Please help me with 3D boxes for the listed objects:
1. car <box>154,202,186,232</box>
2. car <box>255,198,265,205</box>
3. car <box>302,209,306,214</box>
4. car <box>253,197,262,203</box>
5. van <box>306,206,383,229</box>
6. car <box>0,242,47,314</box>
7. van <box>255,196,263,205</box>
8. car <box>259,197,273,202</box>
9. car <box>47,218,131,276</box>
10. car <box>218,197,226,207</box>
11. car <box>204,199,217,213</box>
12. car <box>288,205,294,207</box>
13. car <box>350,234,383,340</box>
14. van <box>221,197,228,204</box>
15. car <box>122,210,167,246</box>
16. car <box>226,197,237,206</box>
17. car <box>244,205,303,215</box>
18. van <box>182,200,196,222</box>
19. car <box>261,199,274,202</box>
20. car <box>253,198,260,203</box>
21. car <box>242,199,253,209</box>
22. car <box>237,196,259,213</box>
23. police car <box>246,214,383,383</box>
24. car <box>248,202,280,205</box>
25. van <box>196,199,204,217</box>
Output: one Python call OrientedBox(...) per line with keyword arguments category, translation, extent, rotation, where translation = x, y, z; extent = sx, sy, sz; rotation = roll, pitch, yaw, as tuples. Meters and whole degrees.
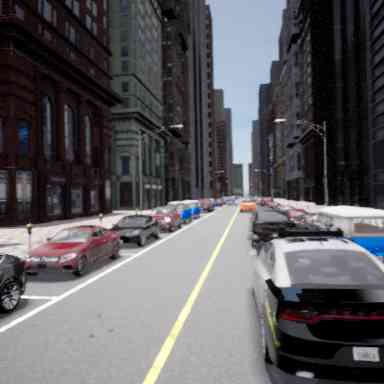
OrientedBox(category="car", translation=(-1.940, 1.742, 22.189), extent=(1.967, 1.590, 4.097), rotation=(-1, -1, 9))
OrientedBox(category="car", translation=(14.553, 2.085, 71.103), extent=(1.752, 1.417, 4.829), rotation=(-2, -1, 9))
OrientedBox(category="car", translation=(5.587, 1.610, 15.288), extent=(2.008, 1.369, 4.403), rotation=(-1, -1, 9))
OrientedBox(category="car", translation=(17.206, 2.158, 87.630), extent=(1.967, 1.590, 4.097), rotation=(-2, -1, 9))
OrientedBox(category="van", translation=(4.688, 1.354, 9.726), extent=(1.690, 1.788, 3.998), rotation=(-1, -1, 9))
OrientedBox(category="car", translation=(-4.619, 1.729, 5.491), extent=(1.947, 1.339, 4.313), rotation=(-1, -1, 9))
OrientedBox(category="van", translation=(15.415, 1.952, 76.502), extent=(1.690, 1.788, 3.998), rotation=(-2, -1, 9))
OrientedBox(category="car", translation=(10.945, 1.666, 48.679), extent=(2.192, 1.841, 5.009), rotation=(-1, -1, 9))
OrientedBox(category="car", translation=(-3.724, 1.790, 11.057), extent=(1.802, 1.307, 4.206), rotation=(-1, -1, 9))
OrientedBox(category="car", translation=(5.215, 2.245, 66.707), extent=(1.887, 1.381, 4.507), rotation=(-2, -1, 9))
OrientedBox(category="car", translation=(1.633, 1.811, 44.450), extent=(2.192, 1.841, 5.009), rotation=(-1, -1, 9))
OrientedBox(category="car", translation=(6.481, 1.688, 20.853), extent=(1.802, 1.307, 4.206), rotation=(-1, -1, 9))
OrientedBox(category="car", translation=(3.799, 1.518, 4.158), extent=(2.008, 1.369, 4.403), rotation=(-1, -1, 9))
OrientedBox(category="van", translation=(8.786, 2.254, 88.970), extent=(1.690, 1.788, 3.998), rotation=(-2, -1, 9))
OrientedBox(category="car", translation=(-2.831, 1.820, 16.622), extent=(1.947, 1.339, 4.313), rotation=(-1, -1, 9))
OrientedBox(category="car", translation=(8.289, 2.258, 68.409), extent=(1.895, 1.301, 4.718), rotation=(-1, -1, 9))
OrientedBox(category="car", translation=(3.650, 1.583, 15.691), extent=(1.882, 1.535, 5.008), rotation=(-1, -1, 7))
OrientedBox(category="van", translation=(-1.048, 1.690, 27.755), extent=(1.690, 1.788, 3.998), rotation=(-1, -1, 9))
OrientedBox(category="car", translation=(9.162, 1.796, 37.547), extent=(1.887, 1.381, 4.507), rotation=(-1, -1, 9))
OrientedBox(category="car", translation=(18.129, 2.299, 93.362), extent=(1.752, 1.417, 4.829), rotation=(-2, -1, 9))
OrientedBox(category="car", translation=(9.393, 1.985, 56.387), extent=(1.837, 1.490, 4.892), rotation=(-1, -1, 9))
OrientedBox(category="car", translation=(7.376, 1.716, 43.717), extent=(2.097, 1.767, 4.553), rotation=(-1, -1, 10))
OrientedBox(category="police car", translation=(2.069, 1.451, 5.925), extent=(1.930, 1.638, 5.238), rotation=(-1, -1, 7))
OrientedBox(category="car", translation=(4.718, 1.659, 21.618), extent=(1.837, 1.490, 4.892), rotation=(-1, -1, 9))
OrientedBox(category="van", translation=(-0.154, 1.739, 33.320), extent=(1.690, 1.788, 3.998), rotation=(-1, -1, 9))
